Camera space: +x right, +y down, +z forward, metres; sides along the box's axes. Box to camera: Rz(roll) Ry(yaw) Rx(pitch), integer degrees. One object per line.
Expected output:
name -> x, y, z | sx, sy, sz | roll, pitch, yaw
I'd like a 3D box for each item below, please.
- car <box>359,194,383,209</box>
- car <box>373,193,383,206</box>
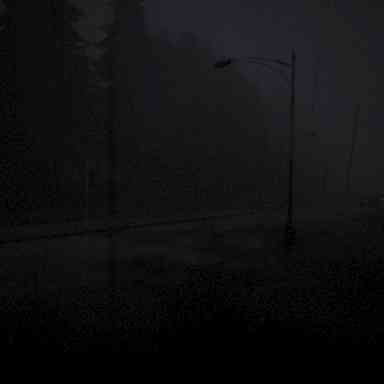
car -> 22.365, 1.289, 41.712 | 2.128, 1.511, 4.902 | 2, 1, 37
car -> 29.686, 1.139, 51.543 | 2.097, 1.767, 4.553 | 2, 1, 37
